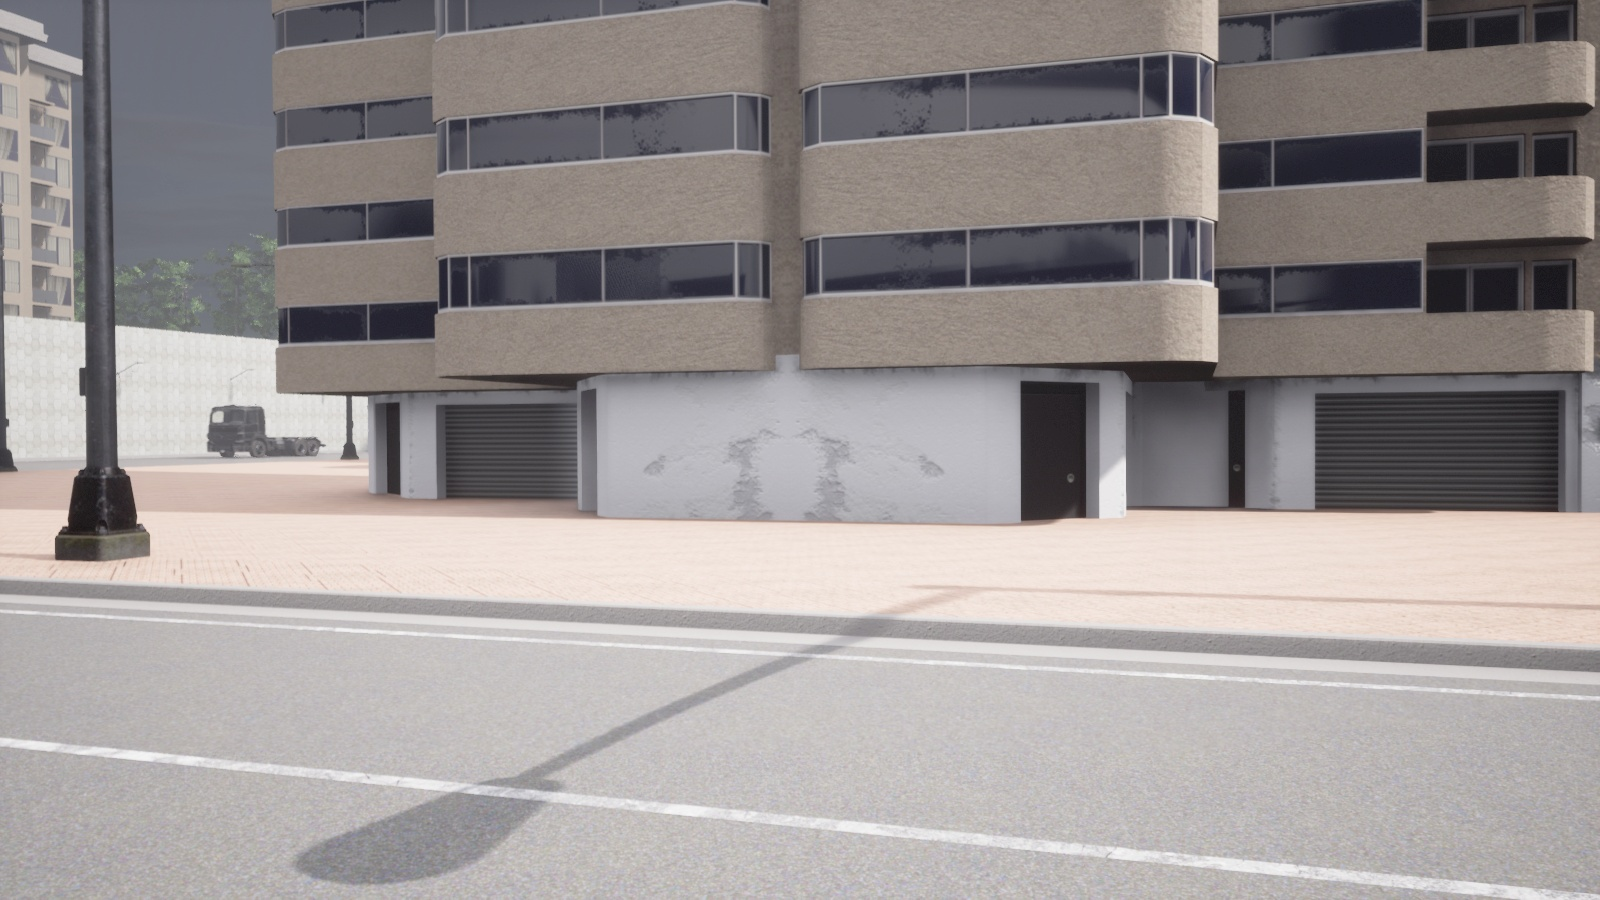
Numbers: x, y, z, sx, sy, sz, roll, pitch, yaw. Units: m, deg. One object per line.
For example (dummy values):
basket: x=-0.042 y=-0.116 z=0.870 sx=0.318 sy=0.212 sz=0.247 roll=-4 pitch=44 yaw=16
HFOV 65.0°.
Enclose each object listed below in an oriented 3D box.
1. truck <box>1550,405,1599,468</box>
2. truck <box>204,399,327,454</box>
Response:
truck: x=51.110 y=-0.945 z=80.822 sx=2.891 sy=3.827 sz=8.468 roll=0 pitch=2 yaw=17
truck: x=-35.024 y=-1.528 z=82.649 sx=2.891 sy=3.462 sz=7.936 roll=0 pitch=1 yaw=19
